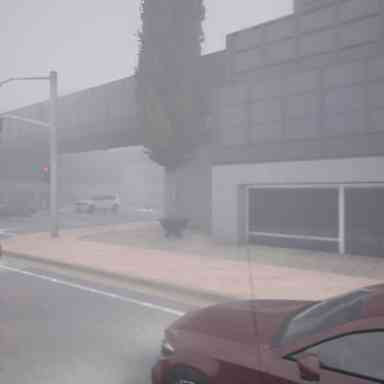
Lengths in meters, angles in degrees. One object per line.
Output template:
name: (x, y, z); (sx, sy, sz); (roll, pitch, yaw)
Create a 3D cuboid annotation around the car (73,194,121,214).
car: (-10.478, 1.273, 37.233); (2.150, 2.045, 5.566); (0, 0, 36)

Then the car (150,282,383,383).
car: (1.776, 1.526, 2.706); (4.674, 1.442, 1.812); (0, 0, 35)

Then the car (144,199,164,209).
car: (-4.622, 1.616, 45.363); (1.994, 1.385, 4.181); (0, 0, 36)

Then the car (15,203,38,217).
car: (-16.254, 1.653, 29.192); (1.895, 1.301, 4.718); (0, 0, 36)

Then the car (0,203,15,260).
car: (-7.568, 1.243, 9.560); (5.566, 2.045, 2.150); (0, 0, 38)
